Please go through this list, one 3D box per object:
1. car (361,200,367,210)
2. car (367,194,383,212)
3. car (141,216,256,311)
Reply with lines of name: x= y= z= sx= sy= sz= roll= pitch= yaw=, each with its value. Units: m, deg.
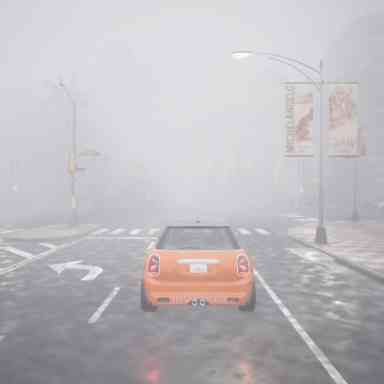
car: x=23.235 y=1.221 z=39.676 sx=5.566 sy=2.045 sz=2.150 roll=0 pitch=0 yaw=1
car: x=22.106 y=1.351 z=36.181 sx=4.553 sy=1.767 sz=2.097 roll=0 pitch=0 yaw=1
car: x=0.117 y=1.352 z=7.916 sx=2.097 sy=1.767 sz=4.553 roll=0 pitch=0 yaw=0
